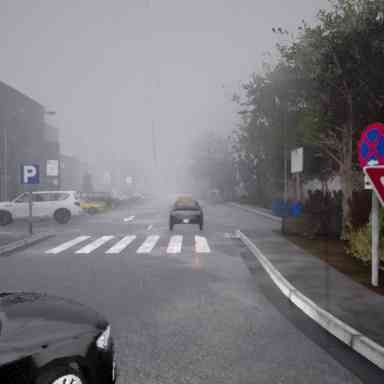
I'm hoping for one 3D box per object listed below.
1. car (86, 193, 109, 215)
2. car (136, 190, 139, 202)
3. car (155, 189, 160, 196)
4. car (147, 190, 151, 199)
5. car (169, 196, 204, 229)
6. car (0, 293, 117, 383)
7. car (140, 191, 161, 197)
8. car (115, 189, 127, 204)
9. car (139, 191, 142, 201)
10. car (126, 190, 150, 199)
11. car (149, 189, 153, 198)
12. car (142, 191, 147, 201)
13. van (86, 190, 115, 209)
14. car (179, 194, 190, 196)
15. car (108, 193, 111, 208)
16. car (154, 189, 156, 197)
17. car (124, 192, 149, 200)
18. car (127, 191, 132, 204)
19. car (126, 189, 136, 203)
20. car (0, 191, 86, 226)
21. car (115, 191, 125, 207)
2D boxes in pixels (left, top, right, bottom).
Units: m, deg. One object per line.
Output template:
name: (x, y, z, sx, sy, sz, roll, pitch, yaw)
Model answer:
car: (-9.846, 1.134, 27.135, 5.366, 1.575, 1.946, -1, 0, -22)
car: (-10.571, 0.776, 48.085, 4.553, 1.767, 2.185, -1, 1, -21)
car: (-11.665, 0.553, 87.088, 4.892, 1.521, 2.231, -1, 0, -22)
car: (-10.742, 0.773, 60.159, 5.366, 1.575, 1.946, -1, 0, -21)
car: (-0.344, 1.235, 19.628, 2.128, 1.511, 4.902, 0, 1, -1)
car: (-2.777, 1.455, 2.224, 2.128, 1.511, 4.902, 2, 1, 40)
car: (-11.670, 0.500, 93.157, 5.366, 1.575, 1.946, -1, 0, -22)
car: (-10.396, 0.877, 39.069, 4.553, 1.767, 2.185, -1, 0, -22)
car: (-10.656, 0.899, 51.100, 4.792, 1.488, 2.163, -1, 0, -22)
car: (-11.183, 0.572, 69.081, 4.553, 1.767, 2.185, -1, 0, -22)
car: (-10.983, 0.500, 63.109, 5.566, 2.045, 2.435, -1, 0, -22)
car: (-10.736, 0.587, 54.096, 5.566, 2.045, 2.435, -1, 0, -21)
van: (-10.304, 0.847, 33.020, 4.442, 1.987, 1.878, -1, 1, -22)
car: (-0.924, 0.972, 41.372, 1.882, 1.535, 5.008, 0, 1, -2)
car: (-10.113, 1.145, 30.070, 4.674, 1.452, 2.002, -1, 0, -22)
car: (-11.285, 0.675, 75.103, 4.792, 1.488, 2.163, -1, 0, -22)
car: (-11.067, 0.764, 66.088, 4.674, 1.452, 2.002, -1, 1, -22)
car: (-10.444, 1.008, 42.079, 4.674, 1.452, 2.002, -1, 0, -22)
car: (-10.492, 0.809, 45.085, 4.553, 1.767, 2.185, -1, 1, -22)
car: (-9.860, 0.958, 21.036, 5.566, 2.045, 2.435, -1, 1, -22)
car: (-10.272, 1.036, 36.070, 5.008, 1.535, 2.097, -1, 1, -22)
